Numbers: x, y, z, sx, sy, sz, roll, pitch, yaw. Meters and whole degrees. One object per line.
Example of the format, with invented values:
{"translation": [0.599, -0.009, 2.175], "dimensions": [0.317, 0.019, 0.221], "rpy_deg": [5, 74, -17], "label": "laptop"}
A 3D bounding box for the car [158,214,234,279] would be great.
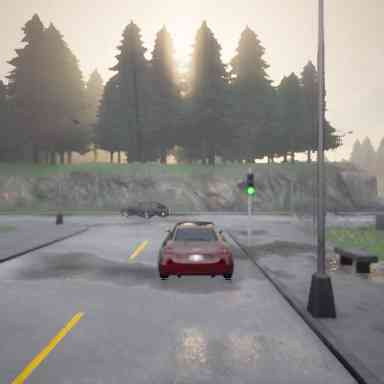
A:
{"translation": [0.102, 1.578, 10.092], "dimensions": [1.994, 1.385, 4.181], "rpy_deg": [0, 0, 0], "label": "car"}

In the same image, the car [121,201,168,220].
{"translation": [-4.187, 1.548, 28.938], "dimensions": [4.892, 1.490, 1.837], "rpy_deg": [0, -2, 41], "label": "car"}
